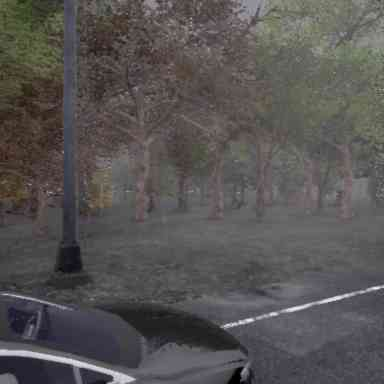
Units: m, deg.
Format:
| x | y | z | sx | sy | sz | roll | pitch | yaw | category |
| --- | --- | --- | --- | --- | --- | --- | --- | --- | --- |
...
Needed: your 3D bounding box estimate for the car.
| x | y | z | sx | sy | sz | roll | pitch | yaw | category |
| --- | --- | --- | --- | --- | --- | --- | --- | --- | --- |
| -1.667 | 1.491 | 2.255 | 4.902 | 1.511 | 2.128 | 0 | 0 | -34 | car |
